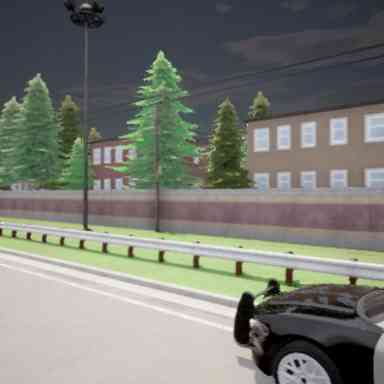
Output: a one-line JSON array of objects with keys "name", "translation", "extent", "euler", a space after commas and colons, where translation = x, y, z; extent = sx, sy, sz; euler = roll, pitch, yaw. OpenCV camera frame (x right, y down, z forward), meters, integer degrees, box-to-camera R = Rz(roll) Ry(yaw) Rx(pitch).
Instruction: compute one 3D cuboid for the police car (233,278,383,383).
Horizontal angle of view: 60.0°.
[{"name": "police car", "translation": [2.890, 1.470, 3.237], "extent": [5.238, 1.638, 1.930], "euler": [0, -1, 37]}]
